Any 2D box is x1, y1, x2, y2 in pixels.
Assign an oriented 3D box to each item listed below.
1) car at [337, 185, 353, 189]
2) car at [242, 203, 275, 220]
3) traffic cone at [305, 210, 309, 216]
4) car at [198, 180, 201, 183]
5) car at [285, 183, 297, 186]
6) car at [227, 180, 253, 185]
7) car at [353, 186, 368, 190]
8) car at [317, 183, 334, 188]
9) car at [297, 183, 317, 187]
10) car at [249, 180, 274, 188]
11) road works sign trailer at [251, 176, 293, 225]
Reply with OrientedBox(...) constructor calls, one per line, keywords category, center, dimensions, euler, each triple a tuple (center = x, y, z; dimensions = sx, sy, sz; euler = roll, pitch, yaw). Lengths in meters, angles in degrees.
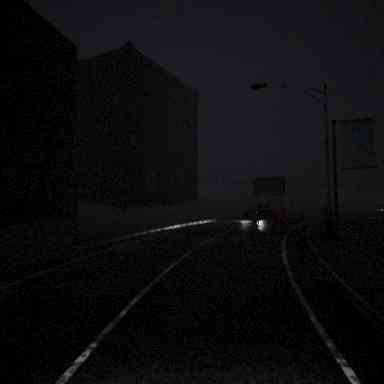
OrientedBox(category="car", center=(36.121, -0.931, 81.330), dimensions=(4.792, 1.488, 2.163), euler=(2, -5, -23))
OrientedBox(category="car", center=(6.547, 1.867, 32.174), dimensions=(1.837, 1.490, 4.892), euler=(-3, -3, 34))
OrientedBox(category="traffic cone", center=(12.559, 2.302, 36.437), dimensions=(0.340, 0.580, 0.340), euler=(-3, -3, 32))
OrientedBox(category="car", center=(-0.414, -2.235, 68.360), dimensions=(4.553, 1.767, 2.185), euler=(1, -5, -18))
OrientedBox(category="car", center=(20.496, -1.504, 75.190), dimensions=(4.674, 1.452, 2.002), euler=(2, -5, -19))
OrientedBox(category="car", center=(10.000, -1.854, 71.696), dimensions=(4.892, 1.521, 2.231), euler=(1, -5, -18))
OrientedBox(category="car", center=(41.166, -0.712, 83.558), dimensions=(4.674, 1.452, 2.002), euler=(2, -5, -24))
OrientedBox(category="car", center=(30.842, -1.295, 79.130), dimensions=(4.553, 1.767, 2.185), euler=(2, -5, -21))
OrientedBox(category="car", center=(25.701, -1.361, 77.106), dimensions=(5.008, 1.535, 2.097), euler=(2, -5, -20))
OrientedBox(category="car", center=(15.251, -1.712, 73.392), dimensions=(4.892, 1.521, 2.231), euler=(2, -5, -18))
OrientedBox(category="road works sign trailer", center=(5.951, 0.641, 25.366), dimensions=(2.380, 3.560, 2.880), euler=(-2, -1, 27))
